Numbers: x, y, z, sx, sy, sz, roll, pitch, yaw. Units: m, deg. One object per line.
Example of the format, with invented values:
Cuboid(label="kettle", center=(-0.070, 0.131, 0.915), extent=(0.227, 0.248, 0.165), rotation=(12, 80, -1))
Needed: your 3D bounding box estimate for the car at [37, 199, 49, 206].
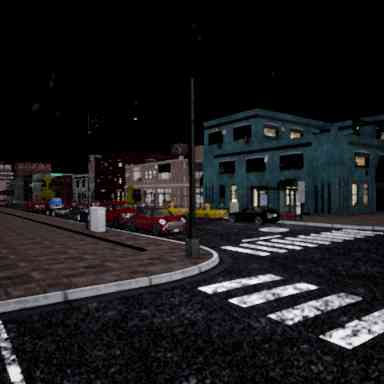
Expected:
Cuboid(label="car", center=(-35.829, 2.483, 79.898), extent=(1.752, 1.417, 4.829), rotation=(-2, 0, -37))

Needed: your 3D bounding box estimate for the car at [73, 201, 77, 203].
Cuboid(label="car", center=(-22.265, 2.267, 61.589), extent=(1.802, 1.307, 4.206), rotation=(-2, 0, -37))

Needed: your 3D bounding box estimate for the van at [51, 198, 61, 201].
Cuboid(label="van", center=(-29.002, 2.162, 70.675), extent=(1.690, 1.788, 3.998), rotation=(-2, 0, -37))

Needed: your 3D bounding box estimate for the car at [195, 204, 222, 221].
Cuboid(label="car", center=(1.190, 1.741, 29.926), extent=(1.752, 1.417, 4.829), rotation=(-2, 0, -37))

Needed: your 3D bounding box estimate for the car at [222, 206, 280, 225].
Cuboid(label="car", center=(4.658, 1.712, 25.246), extent=(1.947, 1.339, 4.313), rotation=(-2, 0, -37))

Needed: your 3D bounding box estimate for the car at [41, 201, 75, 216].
Cuboid(label="car", center=(-15.530, 2.047, 38.472), extent=(2.008, 1.369, 4.403), rotation=(-2, 0, -37))

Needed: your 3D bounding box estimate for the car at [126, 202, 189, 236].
Cuboid(label="car", center=(-2.070, 1.667, 20.301), extent=(1.967, 1.590, 4.097), rotation=(-2, 0, -37))

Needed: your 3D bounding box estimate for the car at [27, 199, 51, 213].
Cuboid(label="car", center=(-22.266, 1.946, 47.558), extent=(2.192, 1.841, 5.009), rotation=(-2, 0, -37))

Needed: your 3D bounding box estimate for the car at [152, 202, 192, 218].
Cuboid(label="car", center=(-2.176, 1.808, 34.468), extent=(1.752, 1.417, 4.829), rotation=(-2, 0, -37))

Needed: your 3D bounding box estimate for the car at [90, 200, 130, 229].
Cuboid(label="car", center=(-5.438, 1.609, 24.843), extent=(2.192, 1.841, 5.009), rotation=(-2, 0, -37))

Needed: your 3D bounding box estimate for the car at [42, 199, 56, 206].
Cuboid(label="car", center=(-32.362, 2.433, 75.218), extent=(1.887, 1.381, 4.507), rotation=(-2, 0, -37))

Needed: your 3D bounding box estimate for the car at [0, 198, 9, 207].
Cuboid(label="car", center=(-42.492, 2.352, 74.790), extent=(2.192, 1.841, 5.009), rotation=(-2, 0, -37))

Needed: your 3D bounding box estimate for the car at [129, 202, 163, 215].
Cuboid(label="car", center=(-5.439, 1.899, 38.875), extent=(2.008, 1.369, 4.403), rotation=(-2, 0, -37))

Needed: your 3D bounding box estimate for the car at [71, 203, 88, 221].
Cuboid(label="car", center=(-8.798, 1.912, 29.387), extent=(2.008, 1.369, 4.403), rotation=(-2, 0, -37))
